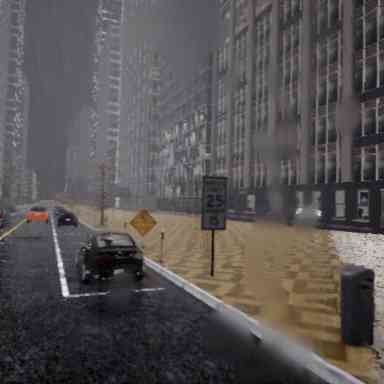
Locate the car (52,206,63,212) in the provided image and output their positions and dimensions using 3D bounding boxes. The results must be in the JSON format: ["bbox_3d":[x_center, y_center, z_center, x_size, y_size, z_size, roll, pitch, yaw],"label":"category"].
[{"bbox_3d":[-18.506,3.013,46.950,1.947,1.339,4.313,2,-2,-23],"label":"car"}]

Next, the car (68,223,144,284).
[{"bbox_3d":[-2.765,1.928,10.741,2.008,1.369,4.403,2,-2,-23],"label":"car"}]

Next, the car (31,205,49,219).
[{"bbox_3d":[-20.882,2.694,45.781,2.097,1.767,4.553,2,-3,-23],"label":"car"}]

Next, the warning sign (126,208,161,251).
[{"bbox_3d":[-2.241,1.687,15.286,1.300,1.860,1.060,3,-2,-23],"label":"warning sign"}]

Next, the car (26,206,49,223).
[{"bbox_3d":[-16.768,2.417,36.320,2.097,1.767,4.553,2,-2,-23],"label":"car"}]

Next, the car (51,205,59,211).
[{"bbox_3d":[-36.427,4.195,88.550,1.752,1.417,4.829,2,-2,-23],"label":"car"}]

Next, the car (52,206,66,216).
[{"bbox_3d":[-22.968,3.193,57.314,1.967,1.590,4.097,2,-2,-23],"label":"car"}]

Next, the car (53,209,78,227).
[{"bbox_3d":[-11.810,2.554,31.409,1.947,1.339,4.313,2,-2,-23],"label":"car"}]

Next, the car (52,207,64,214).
[{"bbox_3d":[-25.202,3.471,62.490,1.947,1.339,4.313,2,-2,-23],"label":"car"}]

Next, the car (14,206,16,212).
[{"bbox_3d":[-35.128,3.306,64.363,1.947,1.339,4.313,2,-2,-23],"label":"car"}]

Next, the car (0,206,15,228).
[{"bbox_3d":[-16.770,2.239,28.381,2.128,1.511,4.902,2,-2,-23],"label":"car"}]

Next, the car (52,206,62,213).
[{"bbox_3d":[-29.666,3.776,72.851,1.947,1.339,4.313,2,-2,-23],"label":"car"}]

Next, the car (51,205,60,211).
[{"bbox_3d":[-34.129,4.058,83.212,1.887,1.381,4.507,2,-2,-23],"label":"car"}]
